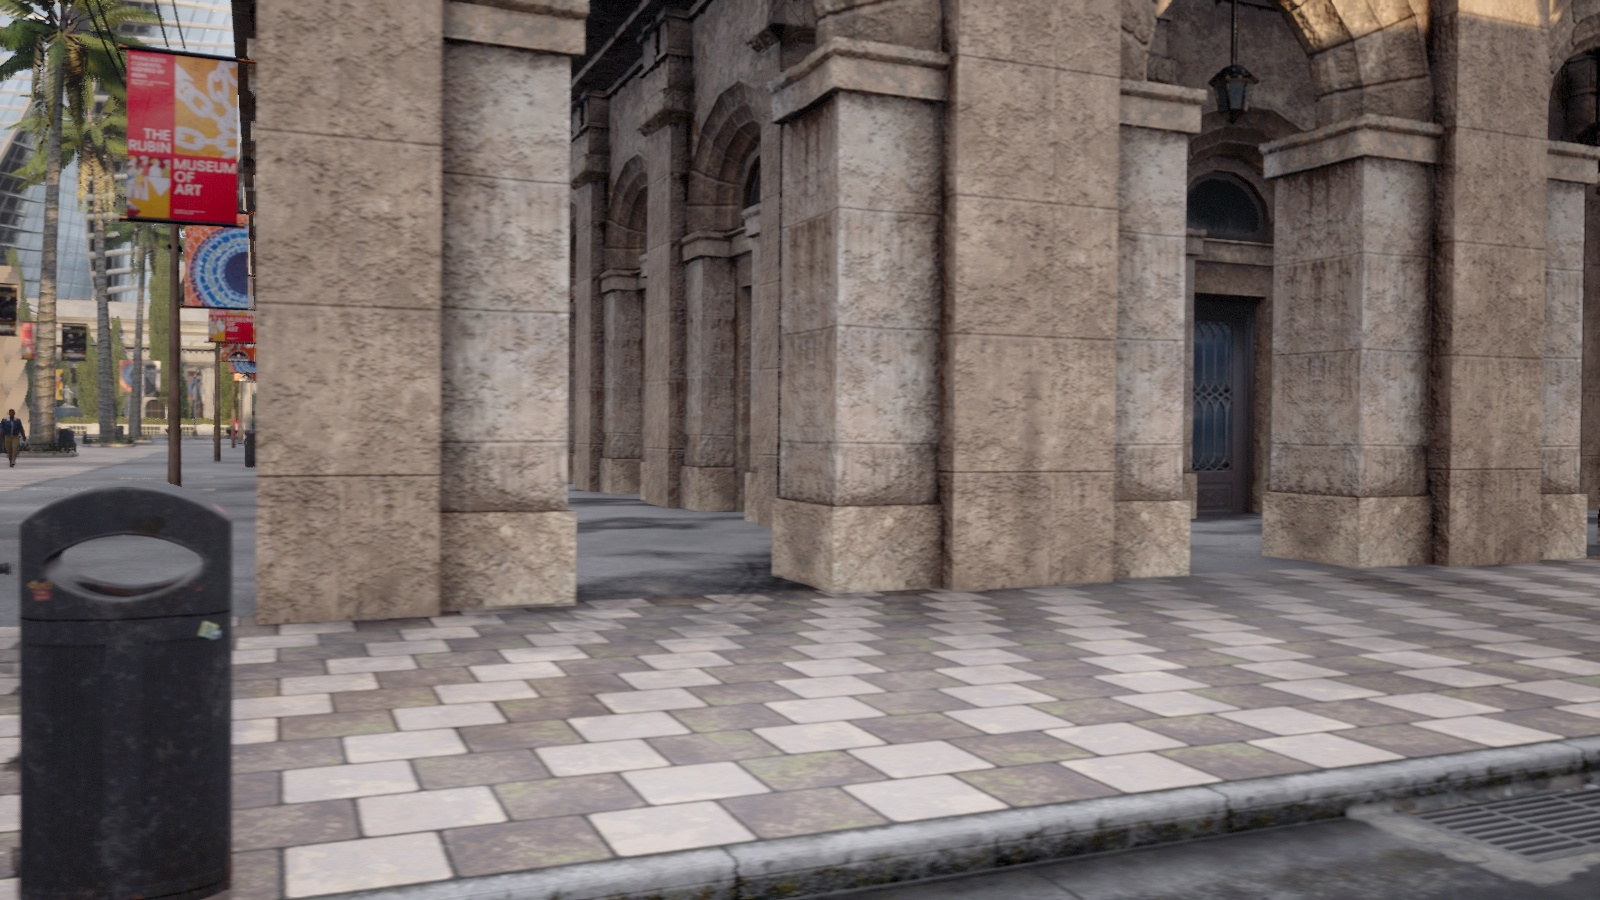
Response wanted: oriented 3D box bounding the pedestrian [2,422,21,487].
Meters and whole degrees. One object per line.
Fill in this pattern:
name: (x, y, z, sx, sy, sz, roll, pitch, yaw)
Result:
pedestrian: (-23.811, 0.127, 37.947, 0.423, 1.949, 0.788, -1, 1, -30)
